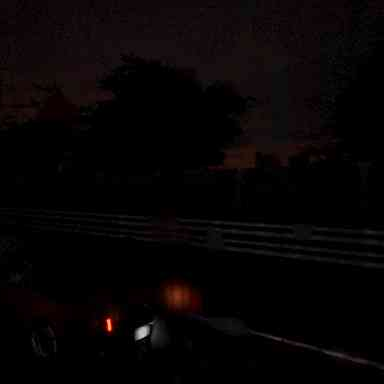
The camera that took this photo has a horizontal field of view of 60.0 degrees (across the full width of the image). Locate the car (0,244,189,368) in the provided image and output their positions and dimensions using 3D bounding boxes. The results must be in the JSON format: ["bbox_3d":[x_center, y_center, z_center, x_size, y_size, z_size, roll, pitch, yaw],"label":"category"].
[{"bbox_3d":[-2.463,1.591,5.753,4.718,1.301,1.895,0,0,36],"label":"car"}]
